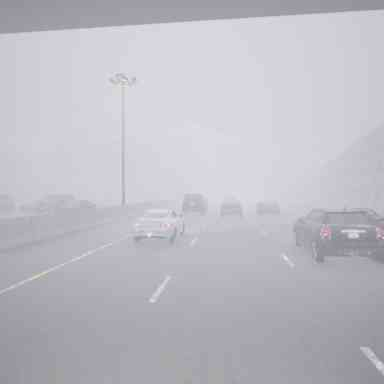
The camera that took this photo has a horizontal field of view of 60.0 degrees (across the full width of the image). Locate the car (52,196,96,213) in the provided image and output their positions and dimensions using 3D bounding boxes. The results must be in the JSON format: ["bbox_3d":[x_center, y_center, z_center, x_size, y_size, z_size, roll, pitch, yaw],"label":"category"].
[{"bbox_3d":[-10.634,1.471,31.077,1.882,1.535,5.008,0,0,6],"label":"car"}]

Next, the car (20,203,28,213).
[{"bbox_3d":[-17.025,1.540,37.074,2.033,1.411,5.357,0,0,6],"label":"car"}]

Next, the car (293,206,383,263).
[{"bbox_3d":[5.139,1.350,12.228,2.097,1.767,4.553,0,0,6],"label":"car"}]

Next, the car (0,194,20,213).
[{"bbox_3d":[-20.827,1.215,34.489,2.150,2.045,5.566,0,0,6],"label":"car"}]

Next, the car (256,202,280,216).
[{"bbox_3d":[7.306,1.595,32.394,1.895,1.301,4.718,0,0,6],"label":"car"}]

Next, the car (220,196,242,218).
[{"bbox_3d":[3.609,1.472,30.739,1.882,1.535,5.008,0,0,6],"label":"car"}]

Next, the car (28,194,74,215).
[{"bbox_3d":[-13.837,1.215,34.022,2.150,2.045,5.566,0,0,6],"label":"car"}]

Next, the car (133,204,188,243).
[{"bbox_3d":[-1.494,1.523,15.994,1.812,1.442,4.674,0,0,6],"label":"car"}]

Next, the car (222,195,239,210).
[{"bbox_3d":[4.903,1.344,42.786,2.097,1.767,4.553,0,0,6],"label":"car"}]

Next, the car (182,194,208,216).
[{"bbox_3d":[0.328,1.215,32.983,2.150,2.045,5.566,0,0,6],"label":"car"}]
